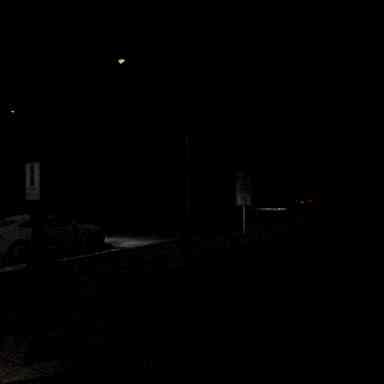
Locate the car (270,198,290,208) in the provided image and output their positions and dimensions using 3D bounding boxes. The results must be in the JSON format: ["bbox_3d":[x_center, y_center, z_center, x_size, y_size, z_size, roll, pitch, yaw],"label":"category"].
[{"bbox_3d":[13.083,1.614,49.095,1.812,1.442,4.674,-1,-1,35],"label":"car"}]

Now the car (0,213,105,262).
[{"bbox_3d":[-5.310,1.491,11.925,1.812,1.442,4.674,-1,0,35],"label":"car"}]

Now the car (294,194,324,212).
[{"bbox_3d":[13.688,1.227,38.716,2.150,2.045,5.566,-1,-1,35],"label":"car"}]
